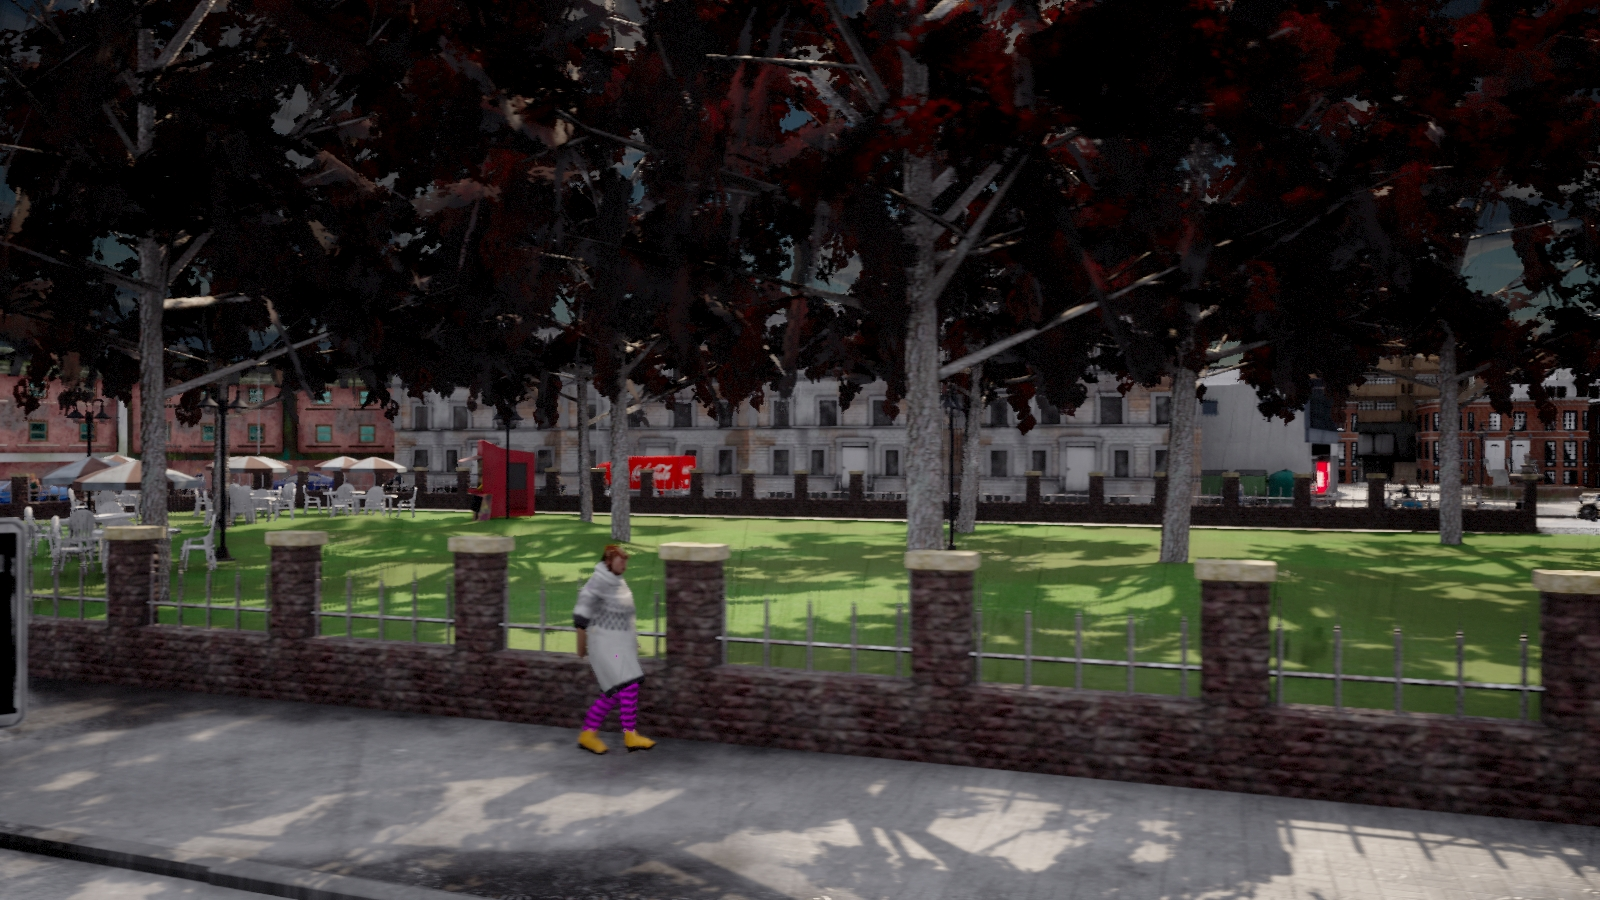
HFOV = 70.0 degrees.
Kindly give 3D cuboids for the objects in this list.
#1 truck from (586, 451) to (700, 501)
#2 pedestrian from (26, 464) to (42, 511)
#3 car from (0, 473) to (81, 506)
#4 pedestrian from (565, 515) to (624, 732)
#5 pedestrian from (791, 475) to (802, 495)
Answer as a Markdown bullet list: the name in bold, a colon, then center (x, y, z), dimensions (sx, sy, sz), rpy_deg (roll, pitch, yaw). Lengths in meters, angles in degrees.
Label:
- **truck**: center (-8.119, 1.327, 59.192), dimensions (5.204, 2.467, 2.627), rpy_deg (-1, 0, 20)
- **pedestrian**: center (-30.606, 1.504, 45.668), dimensions (0.375, 1.860, 0.375), rpy_deg (0, 0, 16)
- **car**: center (-37.003, 1.862, 53.669), dimensions (2.033, 1.411, 5.357), rpy_deg (0, 0, 21)
- **pedestrian**: center (-1.826, 1.520, 10.153), dimensions (0.375, 1.860, 0.375), rpy_deg (0, 0, 21)
- **pedestrian**: center (-0.172, 1.894, 61.748), dimensions (0.500, 1.100, 0.500), rpy_deg (0, 0, 11)
